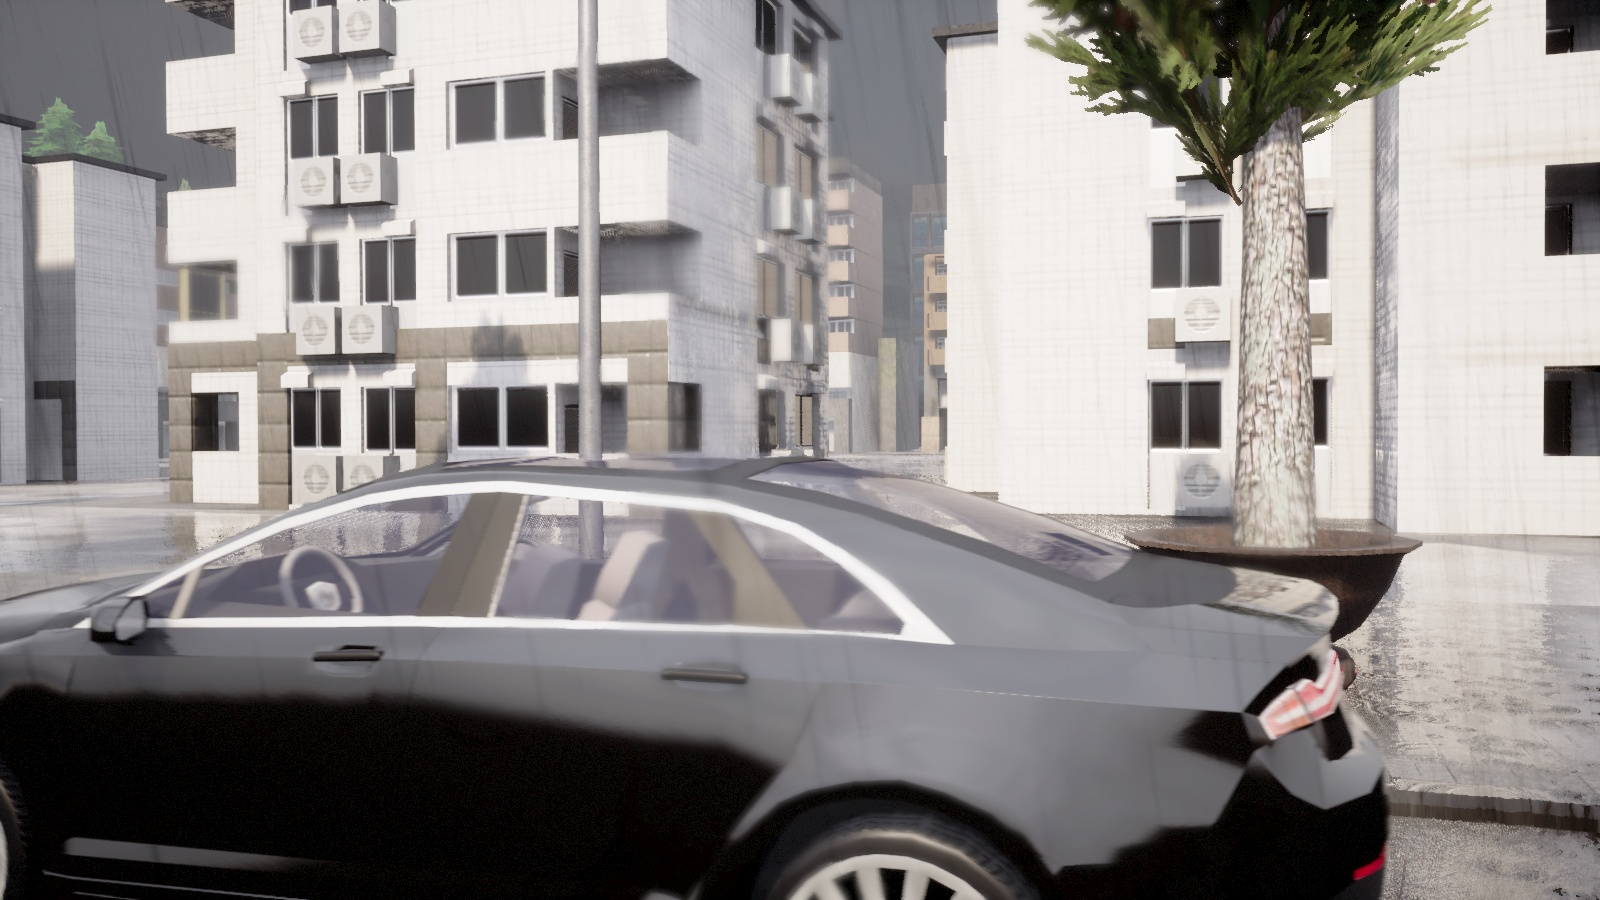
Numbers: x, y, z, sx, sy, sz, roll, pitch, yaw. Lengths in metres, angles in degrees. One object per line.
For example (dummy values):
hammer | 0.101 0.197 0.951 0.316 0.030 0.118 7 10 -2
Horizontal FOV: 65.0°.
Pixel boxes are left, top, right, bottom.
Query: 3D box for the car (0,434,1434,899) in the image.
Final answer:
car | -0.870 0.715 4.014 4.902 1.511 2.128 1 1 19
